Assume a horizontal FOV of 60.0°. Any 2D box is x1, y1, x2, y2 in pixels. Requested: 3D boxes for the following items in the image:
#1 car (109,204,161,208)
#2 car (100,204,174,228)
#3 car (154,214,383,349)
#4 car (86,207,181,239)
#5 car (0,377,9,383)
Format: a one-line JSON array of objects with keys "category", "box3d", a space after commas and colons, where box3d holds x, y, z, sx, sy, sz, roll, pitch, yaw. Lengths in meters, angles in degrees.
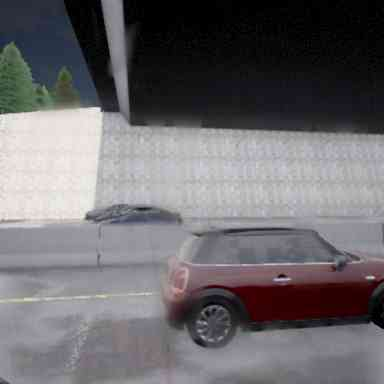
[{"category": "car", "box3d": [-3.039, 1.556, 19.628, 5.008, 1.535, 1.882, 0, 0, -10]}, {"category": "car", "box3d": [-3.776, 1.597, 23.051, 4.892, 1.490, 1.837, 0, 0, -10]}, {"category": "car", "box3d": [1.707, 1.382, 6.057, 4.553, 1.767, 2.097, 0, 0, -10]}, {"category": "car", "box3d": [-2.698, 1.628, 16.131, 4.181, 1.385, 1.994, 0, 0, -10]}, {"category": "car", "box3d": [-3.131, 1.566, 1.622, 4.181, 1.385, 1.994, 0, 0, -10]}]
